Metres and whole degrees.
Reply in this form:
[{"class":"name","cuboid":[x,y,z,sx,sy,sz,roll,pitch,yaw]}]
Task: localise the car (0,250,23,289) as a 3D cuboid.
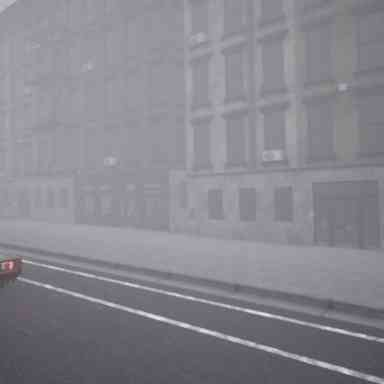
[{"class":"car","cuboid":[-6.167,1.648,8.039,4.718,1.301,1.895,0,0,36]}]
